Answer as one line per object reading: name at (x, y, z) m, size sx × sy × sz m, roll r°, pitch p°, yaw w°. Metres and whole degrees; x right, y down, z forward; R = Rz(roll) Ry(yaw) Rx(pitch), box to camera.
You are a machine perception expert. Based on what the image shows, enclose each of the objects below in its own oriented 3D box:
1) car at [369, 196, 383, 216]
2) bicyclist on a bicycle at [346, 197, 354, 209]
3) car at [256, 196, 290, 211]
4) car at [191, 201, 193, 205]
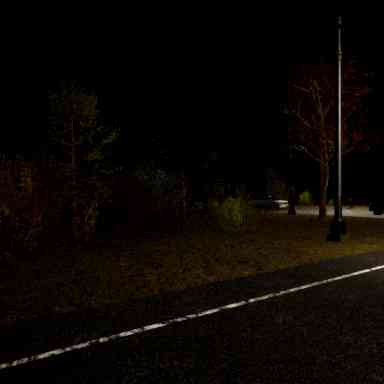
car at (20.912, 1.408, 33.754) m, size 2.150 × 2.045 × 5.566 m, roll -2°, pitch 0°, yaw -28°
bicyclist on a bicycle at (22.255, 1.579, 46.806) m, size 1.656 × 1.620 × 0.582 m, roll 0°, pitch 0°, yaw -31°
car at (11.917, 1.620, 49.325) m, size 2.150 × 2.045 × 5.566 m, roll -2°, pitch 0°, yaw -31°
car at (1.034, 2.176, 67.875) m, size 1.837 × 1.490 × 4.892 m, roll -2°, pitch 0°, yaw -31°
